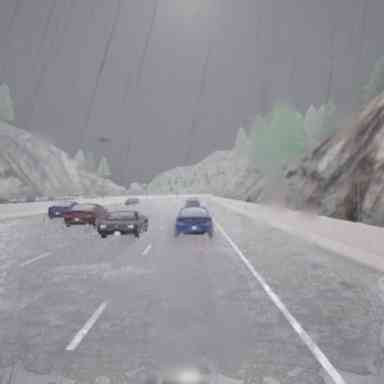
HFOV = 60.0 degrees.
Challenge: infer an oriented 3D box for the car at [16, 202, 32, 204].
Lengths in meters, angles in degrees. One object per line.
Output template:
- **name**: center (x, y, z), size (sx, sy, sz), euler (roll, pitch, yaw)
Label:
- **car**: center (-28.002, 1.356, 55.906), size (2.097, 1.767, 4.553), euler (0, 0, 1)

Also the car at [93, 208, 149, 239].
- **car**: center (-3.394, 1.603, 17.331), size (1.895, 1.301, 4.718), euler (0, 0, 0)

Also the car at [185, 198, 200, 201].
- **car**: center (0.114, 1.512, 44.063), size (1.837, 1.490, 4.892), euler (0, 0, 0)

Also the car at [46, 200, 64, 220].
- **car**: center (-10.390, 1.481, 28.140), size (1.882, 1.535, 5.008), euler (0, 0, 0)

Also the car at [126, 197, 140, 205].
- **car**: center (-10.379, 1.572, 58.544), size (1.994, 1.385, 4.181), euler (0, 0, 0)

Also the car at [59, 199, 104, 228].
- **car**: center (-6.892, 1.481, 22.393), size (1.882, 1.535, 5.008), euler (0, 0, 0)

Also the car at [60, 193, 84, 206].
- **car**: center (-20.999, 1.261, 58.454), size (2.150, 2.045, 5.566), euler (0, 0, 1)

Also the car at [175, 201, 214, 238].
- **car**: center (0.106, 1.480, 17.706), size (1.882, 1.535, 5.008), euler (0, 0, 0)
